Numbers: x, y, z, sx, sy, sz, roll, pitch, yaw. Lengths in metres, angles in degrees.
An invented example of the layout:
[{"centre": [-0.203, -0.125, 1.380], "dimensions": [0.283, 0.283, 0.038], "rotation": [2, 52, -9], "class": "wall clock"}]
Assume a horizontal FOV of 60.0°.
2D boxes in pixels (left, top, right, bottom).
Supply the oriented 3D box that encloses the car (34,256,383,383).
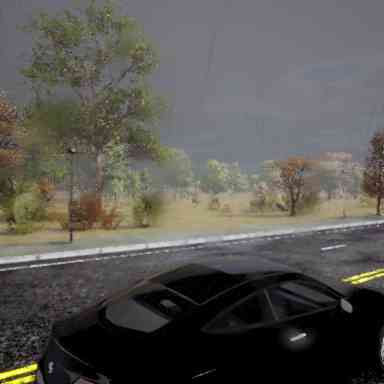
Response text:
[{"centre": [0.706, 1.540, 3.974], "dimensions": [4.674, 1.442, 1.812], "rotation": [0, 0, -36], "class": "car"}]
